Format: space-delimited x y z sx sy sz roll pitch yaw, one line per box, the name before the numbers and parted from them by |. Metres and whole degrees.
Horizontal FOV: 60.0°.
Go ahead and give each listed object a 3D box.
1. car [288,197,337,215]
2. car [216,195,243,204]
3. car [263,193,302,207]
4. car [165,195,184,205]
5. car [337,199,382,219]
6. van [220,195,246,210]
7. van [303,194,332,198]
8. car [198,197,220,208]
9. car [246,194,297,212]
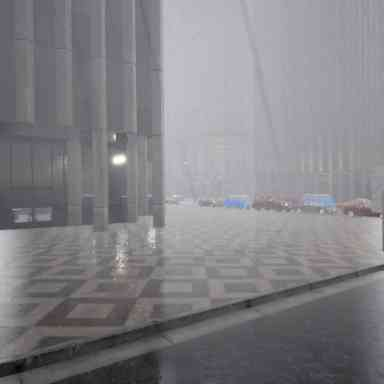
car | 12.294 1.550 33.384 2.008 1.369 4.403 -1 1 -36
car | 6.290 1.297 56.451 1.752 1.417 4.829 -1 1 -36
car | 12.811 1.131 47.321 2.192 1.841 5.009 -1 1 -36
car | -3.777 1.440 55.855 2.008 1.369 4.403 -1 1 -36
car | 15.509 1.567 28.890 1.887 1.381 4.507 -1 1 -36
van | 5.864 1.295 42.371 1.690 1.788 3.998 -1 1 -36
van | 16.024 1.179 42.826 1.690 1.788 3.998 -1 1 -36
car | 2.651 1.372 46.865 1.967 1.590 4.097 -1 1 -36
car | 9.078 1.291 37.876 2.192 1.841 5.009 -1 1 -36
